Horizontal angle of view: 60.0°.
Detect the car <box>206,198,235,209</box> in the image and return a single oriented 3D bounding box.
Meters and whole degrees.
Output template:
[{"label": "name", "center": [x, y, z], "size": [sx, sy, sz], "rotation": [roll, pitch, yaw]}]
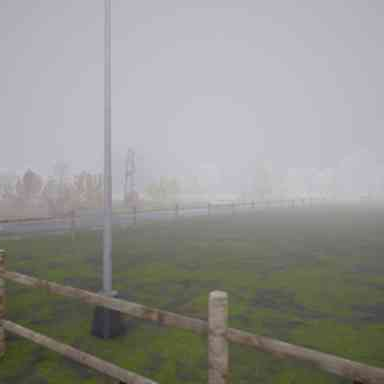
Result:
[{"label": "car", "center": [3.805, 1.519, 44.102], "size": [1.895, 1.301, 4.718], "rotation": [0, 0, 36]}]
